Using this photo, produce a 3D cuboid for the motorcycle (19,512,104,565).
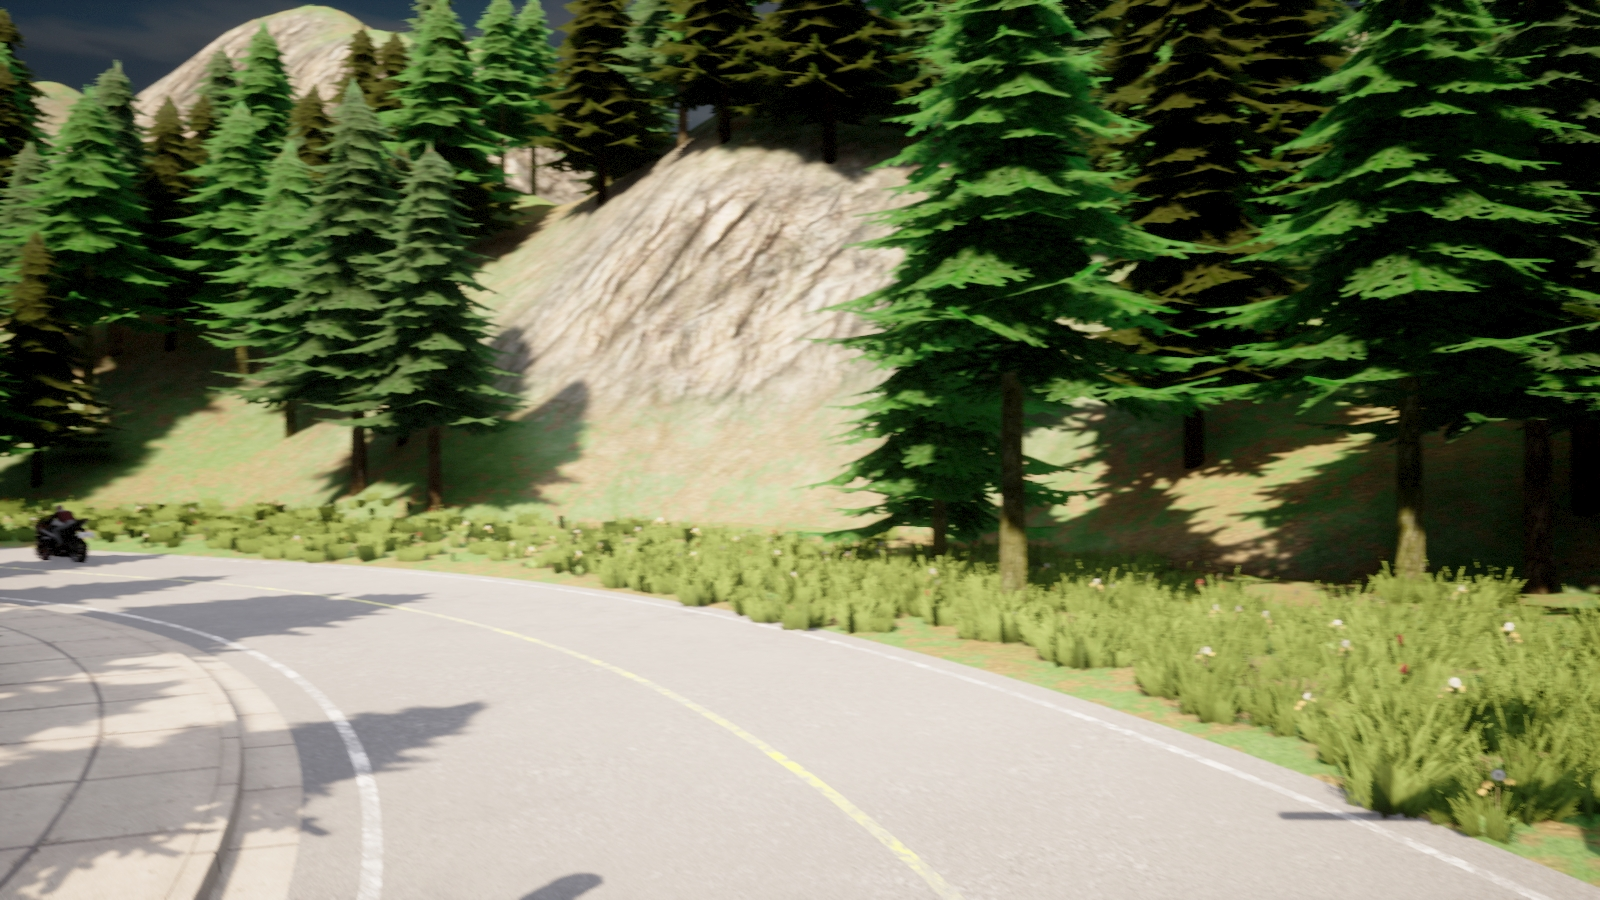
[{"bbox_3d":[-19.322,2.297,29.872,2.209,1.251,0.867,0,0,27],"label":"motorcycle"}]
